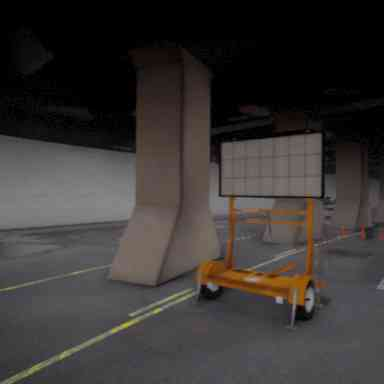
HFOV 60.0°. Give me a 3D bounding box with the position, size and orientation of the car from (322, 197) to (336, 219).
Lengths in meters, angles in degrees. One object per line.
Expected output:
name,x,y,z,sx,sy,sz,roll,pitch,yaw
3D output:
car,14.496,1.554,31.598,5.566,2.045,2.150,1,0,-43

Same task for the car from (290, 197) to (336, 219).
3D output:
car,12.678,1.554,34.680,5.566,2.045,2.150,1,0,-43

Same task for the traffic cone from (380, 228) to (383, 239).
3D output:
traffic cone,10.005,2.158,17.326,0.340,0.580,0.340,0,0,37

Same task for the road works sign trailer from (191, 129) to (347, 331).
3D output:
road works sign trailer,1.738,0.524,7.304,2.380,3.560,2.880,0,0,37

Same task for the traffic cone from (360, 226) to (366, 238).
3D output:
traffic cone,9.211,2.153,17.933,0.340,0.580,0.340,0,0,37
